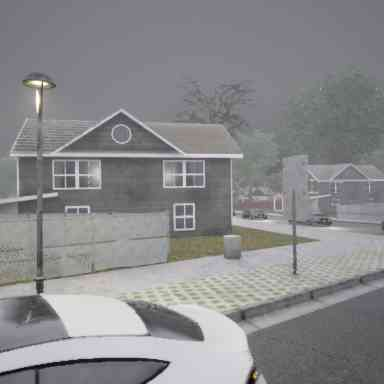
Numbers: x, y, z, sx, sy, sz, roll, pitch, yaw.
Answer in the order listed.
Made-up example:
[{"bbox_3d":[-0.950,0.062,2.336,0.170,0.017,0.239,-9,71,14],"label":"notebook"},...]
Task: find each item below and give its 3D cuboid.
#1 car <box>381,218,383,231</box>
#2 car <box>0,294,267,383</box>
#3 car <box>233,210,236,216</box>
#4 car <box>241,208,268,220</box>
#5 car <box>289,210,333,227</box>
[{"bbox_3d":[12.566,1.816,18.276,1.812,1.442,4.674,-1,-2,-11],"label":"car"},{"bbox_3d":[-1.533,1.525,2.003,4.674,1.442,1.812,0,0,-36],"label":"car"},{"bbox_3d":[4.928,2.919,50.238,2.033,1.411,5.357,-1,-1,-13],"label":"car"},{"bbox_3d":[7.427,2.609,39.743,1.994,1.385,4.181,-1,-2,-13],"label":"car"},{"bbox_3d":[10.109,2.220,28.534,1.994,1.385,4.181,-1,-2,-14],"label":"car"}]
